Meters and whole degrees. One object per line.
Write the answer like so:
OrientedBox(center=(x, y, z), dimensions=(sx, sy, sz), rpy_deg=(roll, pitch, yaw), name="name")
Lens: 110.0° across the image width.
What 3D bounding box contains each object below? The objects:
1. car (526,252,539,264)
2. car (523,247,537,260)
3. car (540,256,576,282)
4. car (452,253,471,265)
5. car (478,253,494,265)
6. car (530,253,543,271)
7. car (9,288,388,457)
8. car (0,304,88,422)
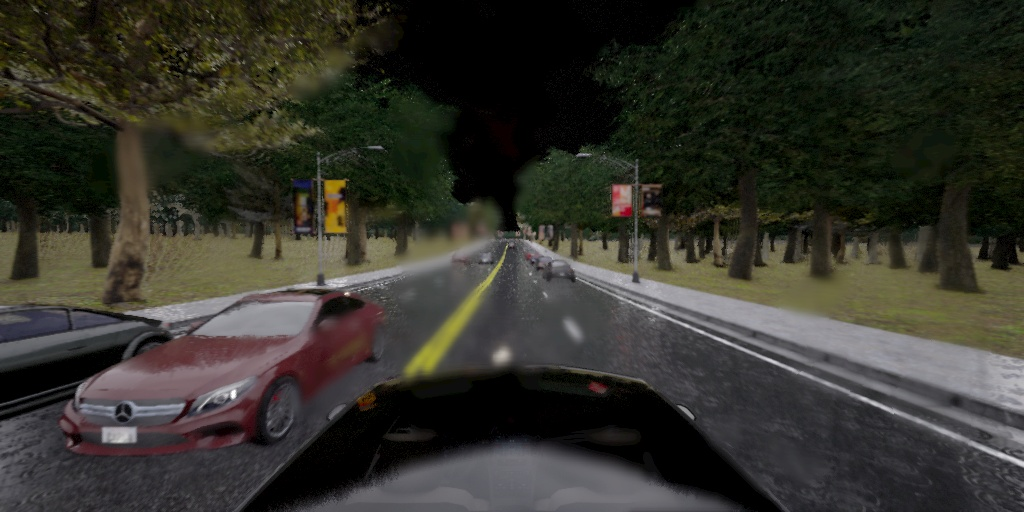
OrientedBox(center=(3.249, 0.475, 47.125), dimensions=(1.895, 1.301, 4.718), rpy_deg=(0, 2, 0), name="car")
OrientedBox(center=(3.249, -0.195, 58.034), dimensions=(2.097, 1.767, 4.553), rpy_deg=(0, 3, 0), name="car")
OrientedBox(center=(3.251, 0.997, 25.105), dimensions=(1.812, 1.442, 4.674), rpy_deg=(0, 1, 0), name="car")
OrientedBox(center=(-6.557, 0.367, 46.623), dimensions=(1.882, 1.535, 5.008), rpy_deg=(0, 2, 0), name="car")
OrientedBox(center=(-3.319, 0.374, 46.870), dimensions=(2.128, 1.511, 4.902), rpy_deg=(0, 2, 0), name="car")
OrientedBox(center=(3.250, 0.733, 36.099), dimensions=(2.033, 1.411, 5.357), rpy_deg=(0, 2, 0), name="car")
OrientedBox(center=(-3.345, 1.262, 5.384), dimensions=(1.812, 1.442, 4.674), rpy_deg=(0, 0, 0), name="car")
OrientedBox(center=(-6.594, 1.304, 4.228), dimensions=(1.994, 1.385, 4.181), rpy_deg=(0, 0, 0), name="car")
